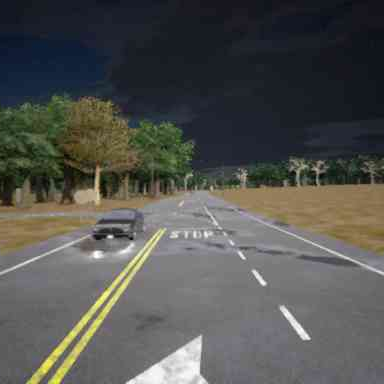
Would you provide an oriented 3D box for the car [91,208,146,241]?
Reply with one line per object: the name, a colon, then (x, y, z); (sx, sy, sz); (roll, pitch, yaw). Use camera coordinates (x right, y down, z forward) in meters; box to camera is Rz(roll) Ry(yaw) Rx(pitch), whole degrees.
car: (-3.501, 1.539, 16.918); (2.033, 1.411, 5.357); (0, 0, 0)
